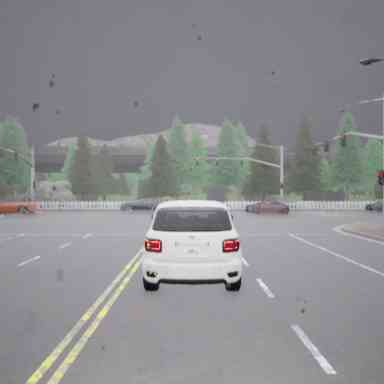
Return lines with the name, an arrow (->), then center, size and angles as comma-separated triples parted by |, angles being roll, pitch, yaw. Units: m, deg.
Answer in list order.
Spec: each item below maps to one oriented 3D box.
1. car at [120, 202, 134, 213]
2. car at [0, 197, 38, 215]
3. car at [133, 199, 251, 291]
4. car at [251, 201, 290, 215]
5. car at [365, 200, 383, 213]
car -> -5.264, 1.456, 36.045 | 4.902, 1.511, 2.128 | 0, 0, 0
car -> -17.700, 1.309, 32.482 | 4.553, 1.767, 2.097 | 0, 0, 0
car -> 0.008, 1.225, 9.127 | 2.150, 2.045, 5.566 | 0, 0, 0
car -> 7.377, 1.531, 32.612 | 4.181, 1.385, 1.994 | 0, 0, 0
car -> 21.209, 1.523, 36.157 | 4.181, 1.385, 1.994 | 0, 0, 0
